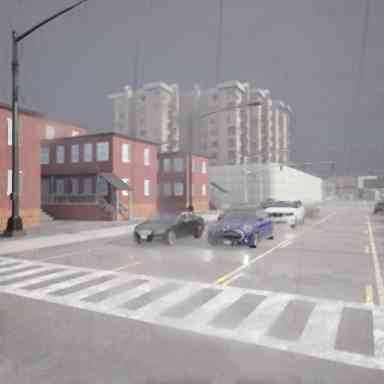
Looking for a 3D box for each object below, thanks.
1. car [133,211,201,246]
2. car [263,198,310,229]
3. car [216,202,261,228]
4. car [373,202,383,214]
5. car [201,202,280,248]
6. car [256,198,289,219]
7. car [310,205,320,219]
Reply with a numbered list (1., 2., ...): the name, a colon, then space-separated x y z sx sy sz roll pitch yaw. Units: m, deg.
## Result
1. car: -0.996 1.725 16.817 2.128 1.511 4.902 -1 -1 27
2. car: 6.918 1.504 24.480 2.150 2.045 5.566 -1 -1 27
3. car: 3.737 1.676 25.939 2.097 1.767 4.553 -1 -1 28
4. car: 23.851 1.929 41.565 1.812 1.442 4.674 -1 -1 28
5. car: 2.492 1.552 15.942 2.097 1.767 4.553 -1 -1 27
6. car: 8.671 1.639 35.400 2.150 2.045 5.566 -1 -1 28
7. car: 11.603 1.974 33.447 1.895 1.301 4.718 -1 -1 28
